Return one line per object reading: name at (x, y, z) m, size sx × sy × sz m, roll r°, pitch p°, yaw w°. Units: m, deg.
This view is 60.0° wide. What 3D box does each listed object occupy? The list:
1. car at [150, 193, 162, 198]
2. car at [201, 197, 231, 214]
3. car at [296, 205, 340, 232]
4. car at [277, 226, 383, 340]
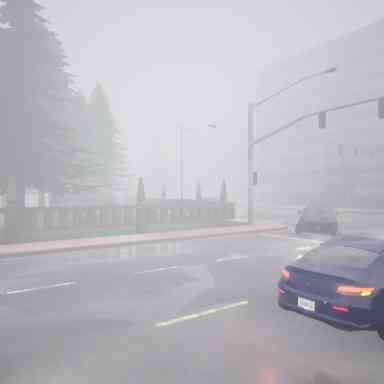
car at (-5.948, 1.167, 58.094) m, size 2.150 × 2.045 × 5.566 m, roll 0°, pitch 0°, yaw 0°
car at (2.191, 1.297, 33.246) m, size 2.097 × 1.767 × 4.553 m, roll 0°, pitch 0°, yaw -32°
car at (6.996, 1.478, 18.403) m, size 1.882 × 1.535 × 5.008 m, roll 2°, pitch 1°, yaw 21°
car at (3.609, 1.526, 6.341) m, size 4.674 × 1.442 × 1.812 m, roll 0°, pitch 0°, yaw -35°
